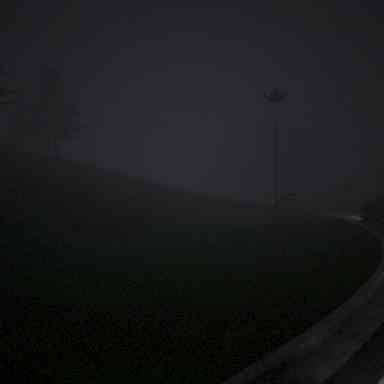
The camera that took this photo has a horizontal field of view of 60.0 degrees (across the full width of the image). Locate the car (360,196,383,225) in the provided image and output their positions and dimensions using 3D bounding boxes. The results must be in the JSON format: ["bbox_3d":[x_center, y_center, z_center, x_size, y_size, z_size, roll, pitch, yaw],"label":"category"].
[{"bbox_3d":[12.334,1.001,20.968,2.097,1.767,4.553,-1,0,8],"label":"car"}]

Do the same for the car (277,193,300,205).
[{"bbox_3d":[13.363,0.933,46.371,2.128,1.511,4.902,-1,0,-4],"label":"car"}]
